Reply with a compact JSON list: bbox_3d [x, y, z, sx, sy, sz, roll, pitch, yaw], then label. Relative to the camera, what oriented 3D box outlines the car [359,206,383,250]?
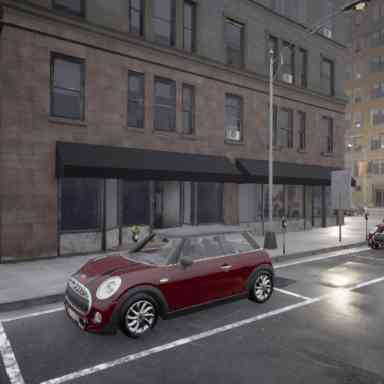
[{"bbox_3d":[8.619,1.445,12.934,4.097,1.590,1.967,0,0,-36],"label":"car"}]

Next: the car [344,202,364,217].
[{"bbox_3d":[12.337,1.253,29.659,2.097,1.767,4.553,1,0,-36],"label":"car"}]

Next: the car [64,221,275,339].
[{"bbox_3d":[-0.314,1.441,6.538,4.097,1.590,1.967,0,0,-36],"label":"car"}]
